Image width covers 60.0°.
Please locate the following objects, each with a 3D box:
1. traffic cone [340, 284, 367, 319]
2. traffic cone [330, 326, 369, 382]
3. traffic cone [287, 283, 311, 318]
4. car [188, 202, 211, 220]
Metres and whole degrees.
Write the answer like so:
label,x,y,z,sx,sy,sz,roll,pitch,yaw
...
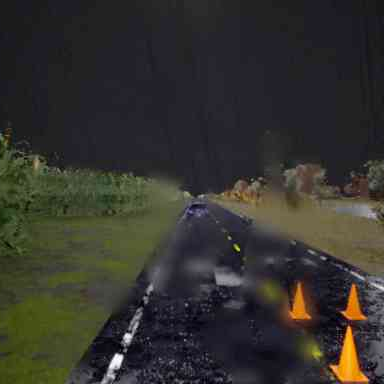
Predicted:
label,x,y,z,sx,sy,sz,roll,pitch,yaw
traffic cone,2.978,1.990,6.138,0.340,0.580,0.340,0,0,1
traffic cone,1.959,1.978,4.148,0.340,0.580,0.340,0,0,1
traffic cone,1.978,1.982,6.148,0.340,0.580,0.340,0,0,1
car,0.619,1.596,28.828,1.812,1.442,4.674,0,0,1
